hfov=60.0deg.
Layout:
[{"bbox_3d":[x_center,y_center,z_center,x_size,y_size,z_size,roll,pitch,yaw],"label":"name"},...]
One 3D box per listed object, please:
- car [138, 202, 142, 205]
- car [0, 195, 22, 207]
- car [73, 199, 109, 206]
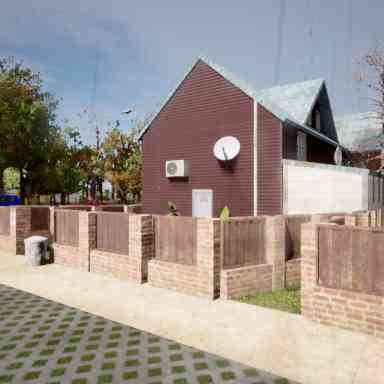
[{"bbox_3d":[-5.141,1.615,44.197,2.128,1.511,4.902,0,0,36],"label":"car"},{"bbox_3d":[-17.062,1.279,27.528,2.150,2.045,5.566,0,0,36],"label":"car"},{"bbox_3d":[-11.177,1.569,35.764,1.882,1.535,5.008,0,0,35],"label":"car"}]
